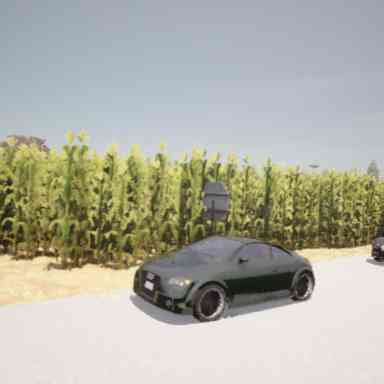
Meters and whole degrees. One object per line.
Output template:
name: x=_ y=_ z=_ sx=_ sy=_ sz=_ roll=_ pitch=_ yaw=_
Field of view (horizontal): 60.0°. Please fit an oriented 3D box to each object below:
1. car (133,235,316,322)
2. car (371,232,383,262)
car: x=0.841 y=1.693 z=7.439 sx=4.181 sy=1.385 sz=1.994 roll=4 pitch=-1 yaw=-34
car: x=9.156 y=2.086 z=13.575 sx=4.902 sy=1.511 sz=2.128 roll=2 pitch=0 yaw=-38
